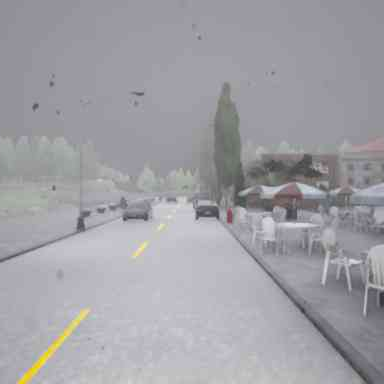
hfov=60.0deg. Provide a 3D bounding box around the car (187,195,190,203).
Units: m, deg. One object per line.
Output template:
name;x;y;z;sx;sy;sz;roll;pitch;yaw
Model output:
car;0.004;1.436;63.095;1.895;1.301;4.718;0;0;0

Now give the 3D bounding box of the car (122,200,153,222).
car;-4.097;1.437;25.674;1.837;1.490;4.892;0;0;0

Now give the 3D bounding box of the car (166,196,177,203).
car;-4.009;1.429;66.030;1.895;1.301;4.718;0;0;0

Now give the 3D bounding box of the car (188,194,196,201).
car;0.004;1.271;77.742;1.994;1.385;4.181;0;0;0

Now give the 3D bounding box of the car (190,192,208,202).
car;1.141;1.061;43.467;2.150;2.045;5.566;-3;0;0

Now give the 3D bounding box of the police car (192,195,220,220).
police car;1.201;1.354;27.547;1.930;1.638;5.238;0;0;0

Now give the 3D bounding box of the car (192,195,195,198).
car;1.201;1.408;37.438;1.837;1.490;4.892;0;0;0
